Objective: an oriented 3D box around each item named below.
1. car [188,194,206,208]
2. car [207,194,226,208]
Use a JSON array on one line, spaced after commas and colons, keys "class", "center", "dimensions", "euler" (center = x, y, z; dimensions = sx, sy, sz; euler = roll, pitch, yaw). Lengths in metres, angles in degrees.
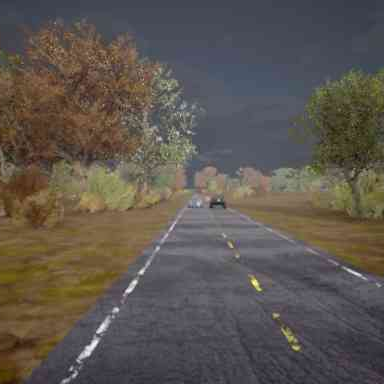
[{"class": "car", "center": [0.478, 1.370, 47.234], "dimensions": [2.097, 1.767, 4.553], "euler": [0, 0, 1]}, {"class": "car", "center": [3.653, 1.266, 47.963], "dimensions": [2.150, 2.045, 5.566], "euler": [0, 0, 1]}]
